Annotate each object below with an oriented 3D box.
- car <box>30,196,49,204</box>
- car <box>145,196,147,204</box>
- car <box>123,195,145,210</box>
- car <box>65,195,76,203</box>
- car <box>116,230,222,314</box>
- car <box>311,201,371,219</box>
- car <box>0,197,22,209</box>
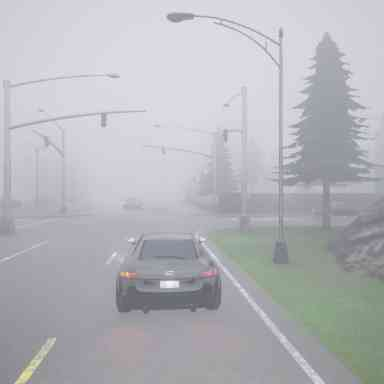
[{"bbox_3d":[-25.960,1.384,56.712,1.970,1.475,3.806,0,0,-5],"label":"car"},{"bbox_3d":[-8.601,1.564,52.974,1.994,1.385,4.181,0,0,-5],"label":"car"},{"bbox_3d":[-7.660,1.352,43.125,2.097,1.767,4.553,0,0,-5],"label":"car"},{"bbox_3d":[-23.631,1.374,64.362,1.845,1.501,3.633,0,0,-5],"label":"car"},{"bbox_3d":[-0.567,1.564,7.743,1.994,1.385,4.181,0,0,-5],"label":"car"},{"bbox_3d":[12.682,1.491,28.391,4.902,1.511,2.128,0,0,-7],"label":"car"},{"bbox_3d":[-21.376,1.339,38.426,2.007,1.523,4.514,0,0,-5],"label":"car"}]
